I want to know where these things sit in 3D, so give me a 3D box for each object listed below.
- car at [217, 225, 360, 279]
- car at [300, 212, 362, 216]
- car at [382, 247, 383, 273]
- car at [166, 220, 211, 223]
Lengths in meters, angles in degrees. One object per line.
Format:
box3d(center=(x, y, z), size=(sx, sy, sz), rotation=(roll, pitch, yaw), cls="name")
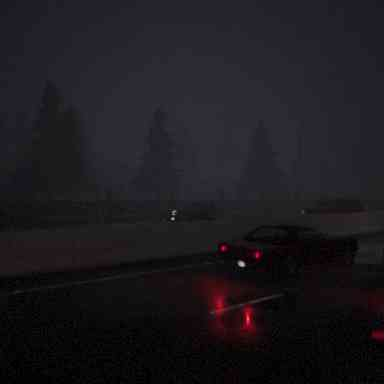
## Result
box3d(center=(3.150, 1.671, 10.288), size=(4.718, 1.301, 1.895), rotation=(1, 0, -35), cls="car")
box3d(center=(10.270, 1.408, 24.203), size=(5.566, 2.045, 2.150), rotation=(1, -1, -35), cls="car")
box3d(center=(6.914, 1.565, 8.672), size=(5.008, 1.535, 1.882), rotation=(1, 0, -35), cls="car")
box3d(center=(-0.149, 1.473, 25.374), size=(4.553, 1.767, 2.097), rotation=(0, 0, -35), cls="car")
